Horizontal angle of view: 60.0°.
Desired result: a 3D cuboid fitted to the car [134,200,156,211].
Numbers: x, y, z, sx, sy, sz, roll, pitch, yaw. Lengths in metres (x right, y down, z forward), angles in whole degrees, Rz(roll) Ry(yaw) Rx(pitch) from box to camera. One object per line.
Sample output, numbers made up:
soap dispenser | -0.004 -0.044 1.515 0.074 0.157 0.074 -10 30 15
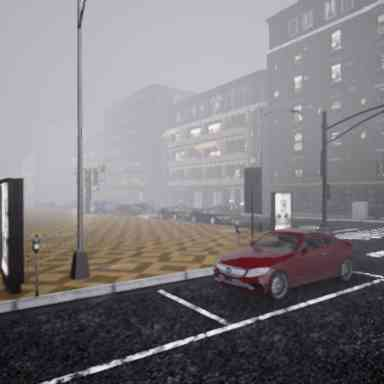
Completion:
car | -7.911 2.219 55.727 1.967 1.590 4.097 -1 0 -36

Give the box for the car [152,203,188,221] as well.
car | -1.737 2.036 32.691 2.008 1.369 4.403 -1 0 -36

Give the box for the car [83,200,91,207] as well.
car | -24.248 2.628 78.277 1.967 1.590 4.097 -1 0 -36

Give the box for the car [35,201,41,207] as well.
car | -37.566 2.930 82.382 1.887 1.381 4.507 -1 0 -36

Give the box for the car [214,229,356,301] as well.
car | 2.478 1.607 8.335 4.206 1.307 1.802 0 -1 -35

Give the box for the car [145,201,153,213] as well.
car | -6.393 2.151 43.792 1.837 1.490 4.892 0 -1 -36

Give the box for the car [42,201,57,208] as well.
car | -31.033 2.771 73.362 2.008 1.369 4.403 -1 0 -36

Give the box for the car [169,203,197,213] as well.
car | -1.314 2.197 46.750 1.802 1.307 4.206 -1 0 -36

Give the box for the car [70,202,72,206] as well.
car | -30.779 2.897 87.297 1.887 1.381 4.507 -1 0 -36

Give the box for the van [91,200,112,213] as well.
van | -12.739 2.102 48.049 1.690 1.788 3.998 -1 0 -36

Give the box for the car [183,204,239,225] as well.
car | 1.530 1.955 28.180 2.008 1.369 4.403 -1 0 -36

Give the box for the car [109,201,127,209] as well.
car | -14.444 2.524 64.745 1.802 1.307 4.206 -1 0 -36

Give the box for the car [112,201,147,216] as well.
car | -7.817 2.182 41.164 1.887 1.381 4.507 -1 0 -36

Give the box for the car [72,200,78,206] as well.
car | -27.512 2.836 82.786 1.947 1.339 4.313 -1 0 -36

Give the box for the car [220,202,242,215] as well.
car | 3.946 1.925 39.569 1.967 1.590 4.097 -1 0 -36
